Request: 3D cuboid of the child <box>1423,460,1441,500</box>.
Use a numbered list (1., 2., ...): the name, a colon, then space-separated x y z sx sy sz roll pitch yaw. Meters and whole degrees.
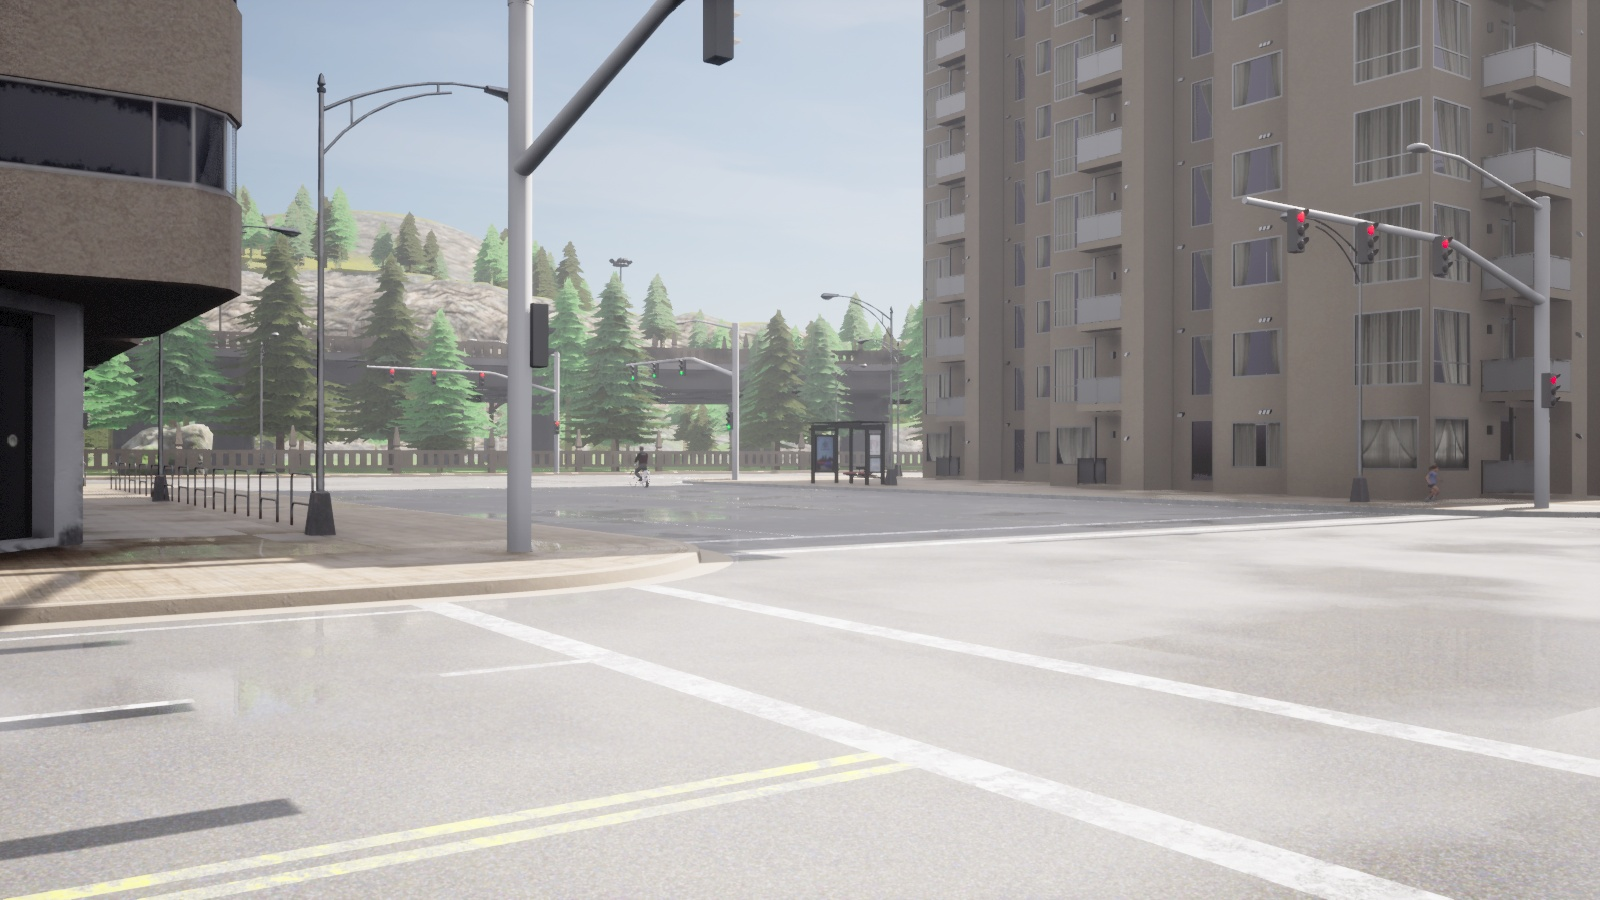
1. child: 17.626 0.832 35.037 0.394 1.110 0.255 0 0 44
